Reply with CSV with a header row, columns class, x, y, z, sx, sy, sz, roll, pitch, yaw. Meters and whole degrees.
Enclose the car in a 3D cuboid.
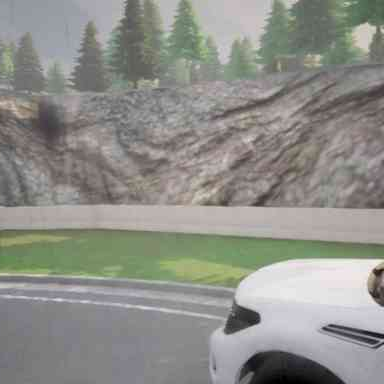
class,x,y,z,sx,sy,sz,roll,pitch,yaw
car,2.785,1.103,2.159,5.566,2.045,2.150,0,1,38
